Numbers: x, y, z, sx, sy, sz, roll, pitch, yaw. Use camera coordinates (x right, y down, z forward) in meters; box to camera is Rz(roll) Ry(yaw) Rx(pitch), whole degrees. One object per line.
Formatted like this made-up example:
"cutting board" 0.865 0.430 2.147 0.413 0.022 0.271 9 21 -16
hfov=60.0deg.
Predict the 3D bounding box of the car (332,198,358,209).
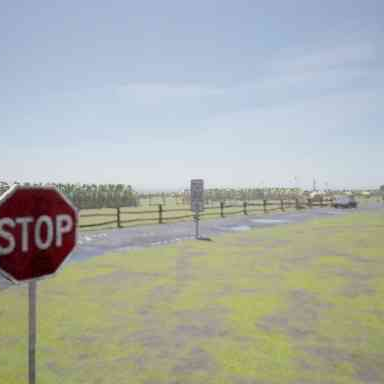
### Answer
"car" 21.257 1.526 45.987 2.033 1.411 5.357 0 0 44
